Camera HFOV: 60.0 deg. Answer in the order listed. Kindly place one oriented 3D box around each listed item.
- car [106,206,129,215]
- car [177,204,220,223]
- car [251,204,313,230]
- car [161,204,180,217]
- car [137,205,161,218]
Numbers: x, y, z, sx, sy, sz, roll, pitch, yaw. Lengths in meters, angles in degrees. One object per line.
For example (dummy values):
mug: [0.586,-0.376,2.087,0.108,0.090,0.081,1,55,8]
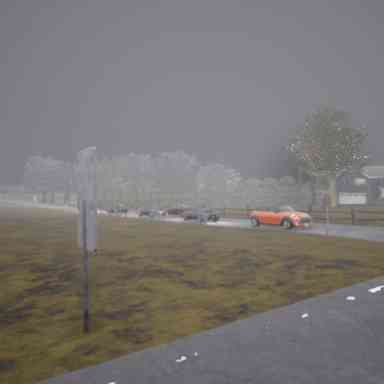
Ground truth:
car: [-11.149,2.671,49.661,1.895,1.301,4.718,-1,-1,-35]
car: [0.809,2.178,32.486,1.994,1.385,4.181,-1,-1,-35]
car: [6.473,1.715,24.387,2.097,1.767,4.553,-1,-1,-35]
car: [-1.462,2.247,40.861,1.882,1.535,5.008,-1,-1,-35]
car: [-5.012,2.339,40.816,2.128,1.511,4.902,-1,-1,-35]
